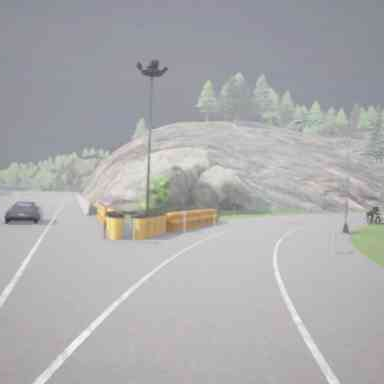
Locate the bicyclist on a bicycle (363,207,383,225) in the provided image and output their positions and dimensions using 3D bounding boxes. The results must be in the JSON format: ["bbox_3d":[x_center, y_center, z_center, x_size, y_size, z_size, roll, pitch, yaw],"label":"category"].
[{"bbox_3d":[16.373,2.168,30.094,1.656,1.620,0.582,-4,-4,44],"label":"bicyclist on a bicycle"}]

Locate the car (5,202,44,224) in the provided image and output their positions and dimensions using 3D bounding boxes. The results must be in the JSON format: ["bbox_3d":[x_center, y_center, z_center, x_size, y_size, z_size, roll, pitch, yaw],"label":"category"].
[{"bbox_3d":[-11.259,1.334,22.577,1.994,1.385,4.181,2,0,-20],"label":"car"}]

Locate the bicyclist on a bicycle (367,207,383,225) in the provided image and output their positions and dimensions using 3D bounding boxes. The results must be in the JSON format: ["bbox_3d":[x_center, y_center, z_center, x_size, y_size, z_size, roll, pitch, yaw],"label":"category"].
[{"bbox_3d":[17.083,2.183,30.807,0.582,1.620,1.656,-1,-3,-11],"label":"bicyclist on a bicycle"}]
